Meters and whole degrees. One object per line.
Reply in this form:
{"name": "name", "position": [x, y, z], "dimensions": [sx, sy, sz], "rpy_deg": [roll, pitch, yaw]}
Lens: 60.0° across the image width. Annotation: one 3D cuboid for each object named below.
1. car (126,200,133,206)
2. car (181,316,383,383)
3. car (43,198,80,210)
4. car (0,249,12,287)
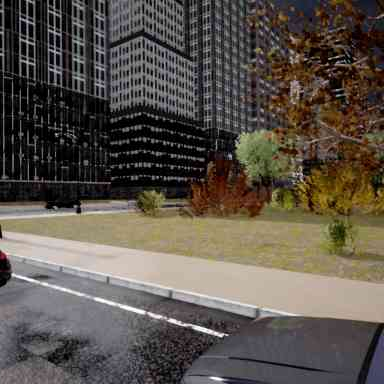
{"name": "car", "position": [-8.892, 1.648, 55.766], "dimensions": [1.812, 1.442, 4.674], "rpy_deg": [-1, 0, 37]}
{"name": "car", "position": [2.432, 1.547, 1.949], "dimensions": [5.357, 1.411, 2.033], "rpy_deg": [0, 0, 36]}
{"name": "car", "position": [-17.390, 1.608, 44.509], "dimensions": [1.837, 1.490, 4.892], "rpy_deg": [-1, 0, 37]}
{"name": "car", "position": [-6.189, 1.565, 8.069], "dimensions": [4.181, 1.385, 1.994], "rpy_deg": [0, 0, 37]}
